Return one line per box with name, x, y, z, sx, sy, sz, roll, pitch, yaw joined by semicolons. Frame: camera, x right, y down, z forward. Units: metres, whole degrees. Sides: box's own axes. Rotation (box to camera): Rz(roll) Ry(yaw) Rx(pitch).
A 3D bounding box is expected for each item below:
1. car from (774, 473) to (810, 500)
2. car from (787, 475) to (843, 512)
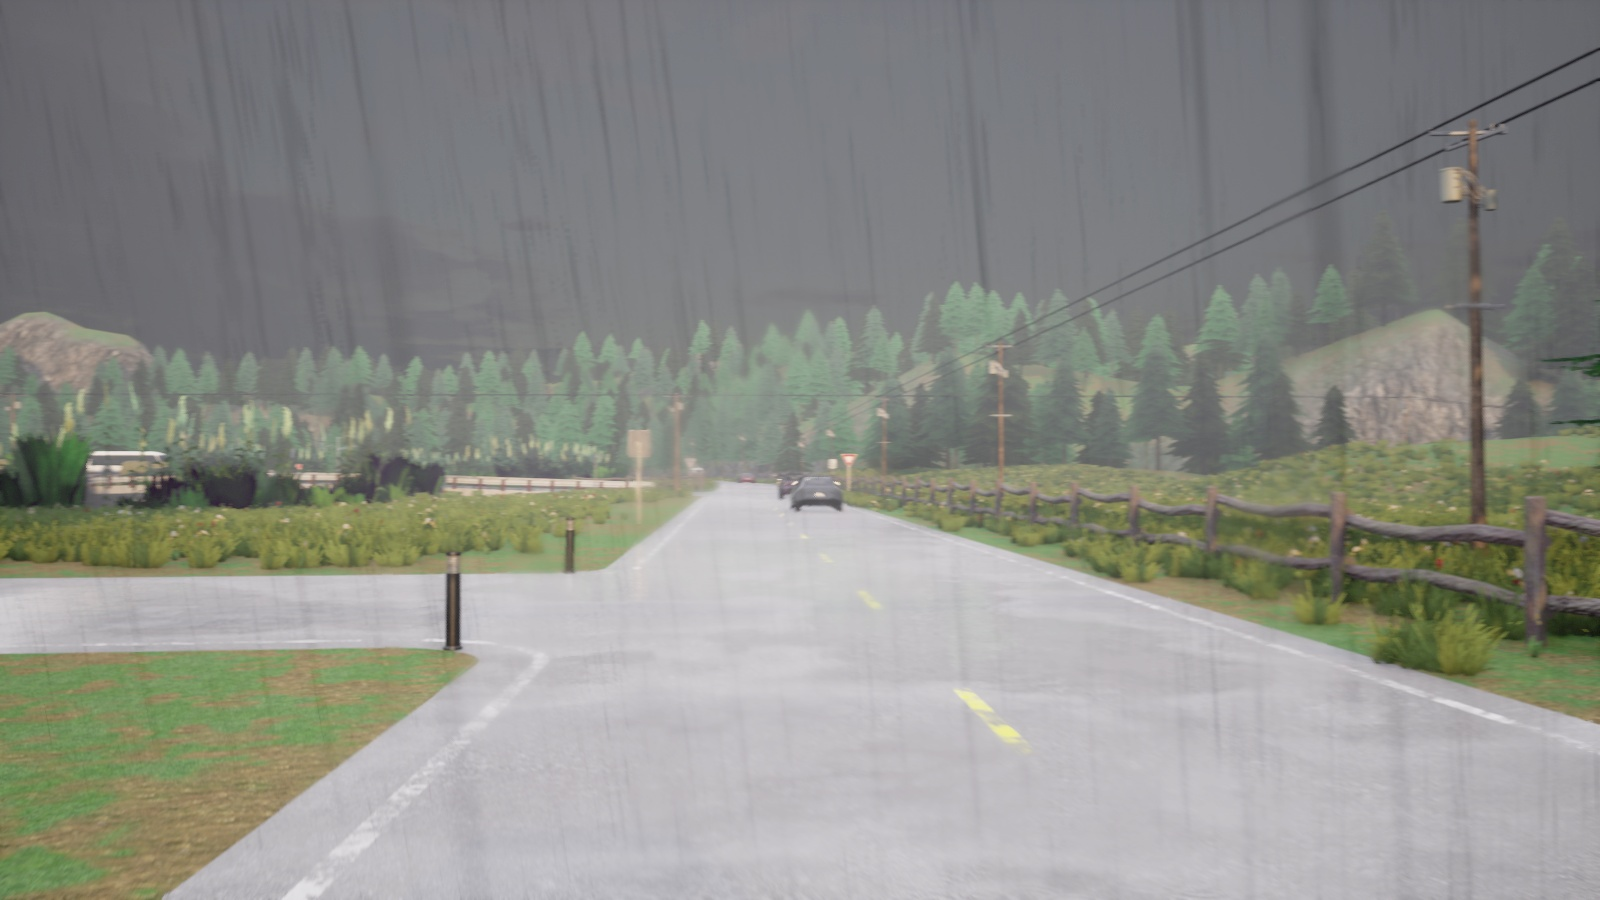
car;-0.471;2.017;70.521;1.816;1.474;4.193;0;-1;-3
car;0.553;1.725;50.606;1.994;1.385;4.181;0;-1;-3
